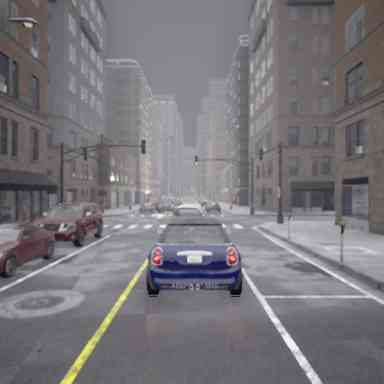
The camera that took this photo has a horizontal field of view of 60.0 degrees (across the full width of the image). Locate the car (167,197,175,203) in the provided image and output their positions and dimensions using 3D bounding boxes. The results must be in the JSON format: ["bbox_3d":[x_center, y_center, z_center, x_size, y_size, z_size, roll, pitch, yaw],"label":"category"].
[{"bbox_3d":[-5.802,2.356,93.021,1.967,1.590,4.097,-1,-1,0],"label":"car"}]

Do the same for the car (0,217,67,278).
[{"bbox_3d":[-5.688,1.672,10.357,1.802,1.307,4.206,-1,0,0],"label":"car"}]

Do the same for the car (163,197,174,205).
[{"bbox_3d":[-5.789,2.112,81.893,2.192,1.841,5.009,-1,-1,0],"label":"car"}]

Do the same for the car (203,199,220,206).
[{"bbox_3d":[2.792,1.975,42.977,1.802,1.307,4.206,-1,-1,0],"label":"car"}]

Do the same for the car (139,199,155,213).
[{"bbox_3d":[-5.733,1.975,42.938,1.802,1.307,4.206,-1,-1,0],"label":"car"}]

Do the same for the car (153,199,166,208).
[{"bbox_3d":[-5.756,2.084,59.462,1.752,1.417,4.829,-1,-1,0],"label":"car"}]

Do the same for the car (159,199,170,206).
[{"bbox_3d":[-5.771,2.228,70.760,2.008,1.369,4.403,-1,-1,0],"label":"car"}]

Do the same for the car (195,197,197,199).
[{"bbox_3d":[2.730,2.173,87.485,2.192,1.841,5.009,-1,-1,0],"label":"car"}]

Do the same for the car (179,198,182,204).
[{"bbox_3d":[-3.160,1.969,51.472,2.128,1.511,4.902,0,0,0],"label":"car"}]

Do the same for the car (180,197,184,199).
[{"bbox_3d":[-3.132,2.137,62.435,2.033,1.411,5.357,0,-1,1],"label":"car"}]

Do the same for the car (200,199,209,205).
[{"bbox_3d":[2.747,2.282,76.356,1.887,1.381,4.507,-1,-1,0],"label":"car"}]

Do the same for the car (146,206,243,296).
[{"bbox_3d":[0.061,1.432,9.036,2.097,1.767,4.553,0,0,0],"label":"car"}]

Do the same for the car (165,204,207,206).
[{"bbox_3d":[-0.397,1.681,19.976,1.837,1.490,4.892,0,-1,-8],"label":"car"}]

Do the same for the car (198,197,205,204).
[{"bbox_3d":[2.762,2.163,65.229,1.887,1.381,4.507,-1,-1,0],"label":"car"}]

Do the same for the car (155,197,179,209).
[{"bbox_3d":[-3.153,1.739,42.340,2.097,1.767,4.553,0,-1,0],"label":"car"}]

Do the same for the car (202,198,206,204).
[{"bbox_3d":[2.784,1.975,48.710,1.752,1.417,4.829,-1,-1,0],"label":"car"}]

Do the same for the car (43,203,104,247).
[{"bbox_3d":[-5.699,1.455,15.941,2.192,1.841,5.009,-1,0,0],"label":"car"}]

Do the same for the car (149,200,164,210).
[{"bbox_3d":[-5.748,2.048,54.067,1.887,1.381,4.507,-1,-1,0],"label":"car"}]
